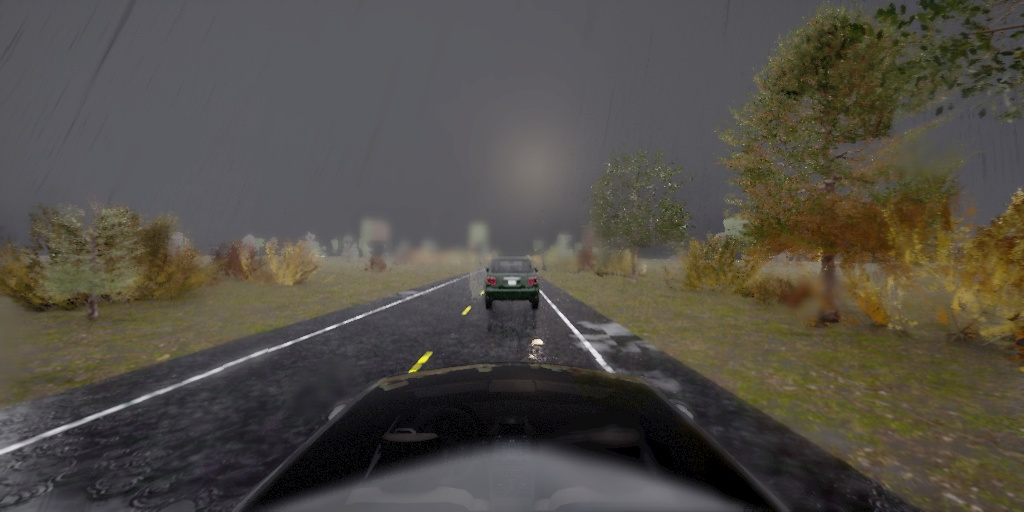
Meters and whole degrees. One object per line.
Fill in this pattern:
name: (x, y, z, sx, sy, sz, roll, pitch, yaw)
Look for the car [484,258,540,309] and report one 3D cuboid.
car: (0.003, 1.096, 15.873, 2.150, 2.045, 5.566, 0, 0, 0)
